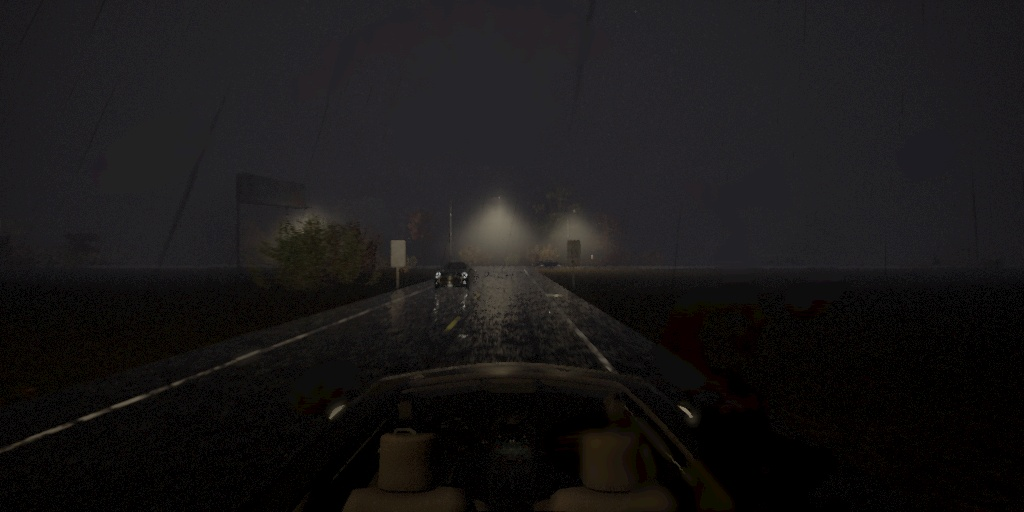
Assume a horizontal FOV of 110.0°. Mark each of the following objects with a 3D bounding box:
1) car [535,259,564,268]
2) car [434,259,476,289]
[{"bbox_3d":[6.644,1.292,63.566,5.008,1.535,1.882,0,0,-1],"label":"car"},{"bbox_3d":[-3.576,1.115,23.001,2.097,1.767,4.553,0,0,0],"label":"car"}]
